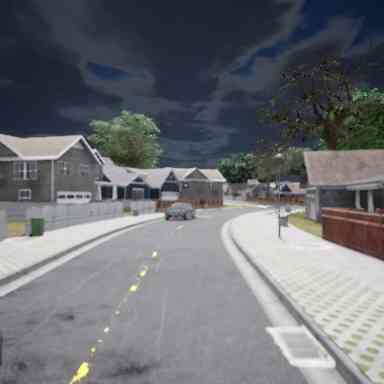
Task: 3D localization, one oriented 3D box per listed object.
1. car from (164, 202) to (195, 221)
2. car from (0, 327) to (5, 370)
[{"bbox_3d":[-0.962,1.653,28.987,1.837,1.490,4.892,0,-1,13],"label":"car"},{"bbox_3d":[-2.830,1.531,1.629,1.812,1.442,4.674,0,0,0],"label":"car"}]
